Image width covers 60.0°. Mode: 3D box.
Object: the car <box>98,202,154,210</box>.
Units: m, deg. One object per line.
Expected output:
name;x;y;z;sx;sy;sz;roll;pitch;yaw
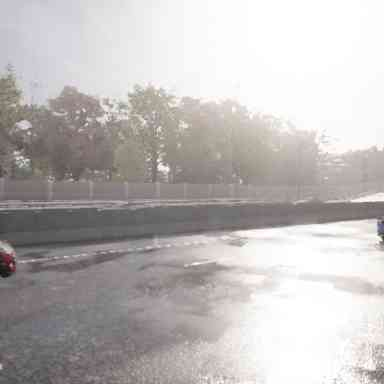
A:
car;-4.248;1.604;22.462;4.718;1.301;1.895;0;0;-35

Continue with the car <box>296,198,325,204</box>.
car;18.394;1.601;51.401;5.357;1.411;2.033;0;0;-36

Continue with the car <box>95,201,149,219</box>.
car;-6.212;1.568;29.657;4.181;1.385;1.994;0;0;-35

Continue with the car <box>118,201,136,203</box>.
car;-5.204;1.508;26.078;4.892;1.490;1.837;0;0;-35

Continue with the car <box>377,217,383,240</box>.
car;10.660;1.489;15.653;5.008;1.535;1.882;0;0;-36

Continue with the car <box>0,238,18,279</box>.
car;-6.593;1.352;7.642;4.553;1.767;2.097;0;0;-36
